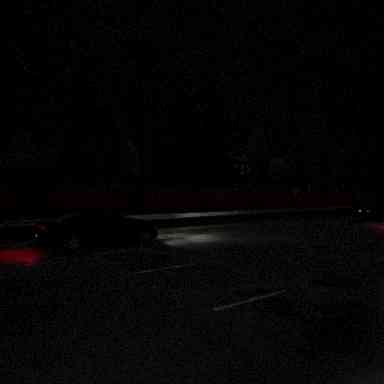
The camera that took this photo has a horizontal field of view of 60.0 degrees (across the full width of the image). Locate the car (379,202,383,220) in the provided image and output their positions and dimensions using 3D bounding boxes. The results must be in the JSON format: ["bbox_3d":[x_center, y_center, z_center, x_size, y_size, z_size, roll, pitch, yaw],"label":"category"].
[{"bbox_3d":[15.750,1.480,23.835,5.008,1.535,1.882,0,0,-36],"label":"car"}]

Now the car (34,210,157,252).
[{"bbox_3d":[-3.835,1.478,13.940,5.008,1.535,1.882,0,0,-36],"label":"car"}]

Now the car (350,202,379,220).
[{"bbox_3d":[15.371,1.551,27.886,5.357,1.411,2.033,0,0,-36],"label":"car"}]
